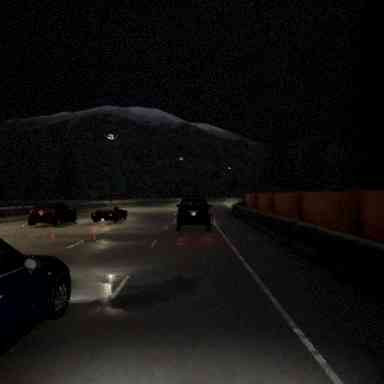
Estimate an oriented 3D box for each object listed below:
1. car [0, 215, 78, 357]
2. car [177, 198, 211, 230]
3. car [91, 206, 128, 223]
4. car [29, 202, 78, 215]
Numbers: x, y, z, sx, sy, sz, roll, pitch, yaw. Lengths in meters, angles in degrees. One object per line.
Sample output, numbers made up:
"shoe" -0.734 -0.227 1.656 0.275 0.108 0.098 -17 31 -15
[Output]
"car" -3.401 1.390 4.651 2.097 1.767 4.553 0 -1 0
"car" 0.131 1.417 22.627 2.150 2.045 5.566 0 0 1
"car" -6.748 1.834 27.745 1.895 1.301 4.718 0 0 2
"car" -10.282 1.560 24.981 2.097 1.767 4.553 0 -1 2
